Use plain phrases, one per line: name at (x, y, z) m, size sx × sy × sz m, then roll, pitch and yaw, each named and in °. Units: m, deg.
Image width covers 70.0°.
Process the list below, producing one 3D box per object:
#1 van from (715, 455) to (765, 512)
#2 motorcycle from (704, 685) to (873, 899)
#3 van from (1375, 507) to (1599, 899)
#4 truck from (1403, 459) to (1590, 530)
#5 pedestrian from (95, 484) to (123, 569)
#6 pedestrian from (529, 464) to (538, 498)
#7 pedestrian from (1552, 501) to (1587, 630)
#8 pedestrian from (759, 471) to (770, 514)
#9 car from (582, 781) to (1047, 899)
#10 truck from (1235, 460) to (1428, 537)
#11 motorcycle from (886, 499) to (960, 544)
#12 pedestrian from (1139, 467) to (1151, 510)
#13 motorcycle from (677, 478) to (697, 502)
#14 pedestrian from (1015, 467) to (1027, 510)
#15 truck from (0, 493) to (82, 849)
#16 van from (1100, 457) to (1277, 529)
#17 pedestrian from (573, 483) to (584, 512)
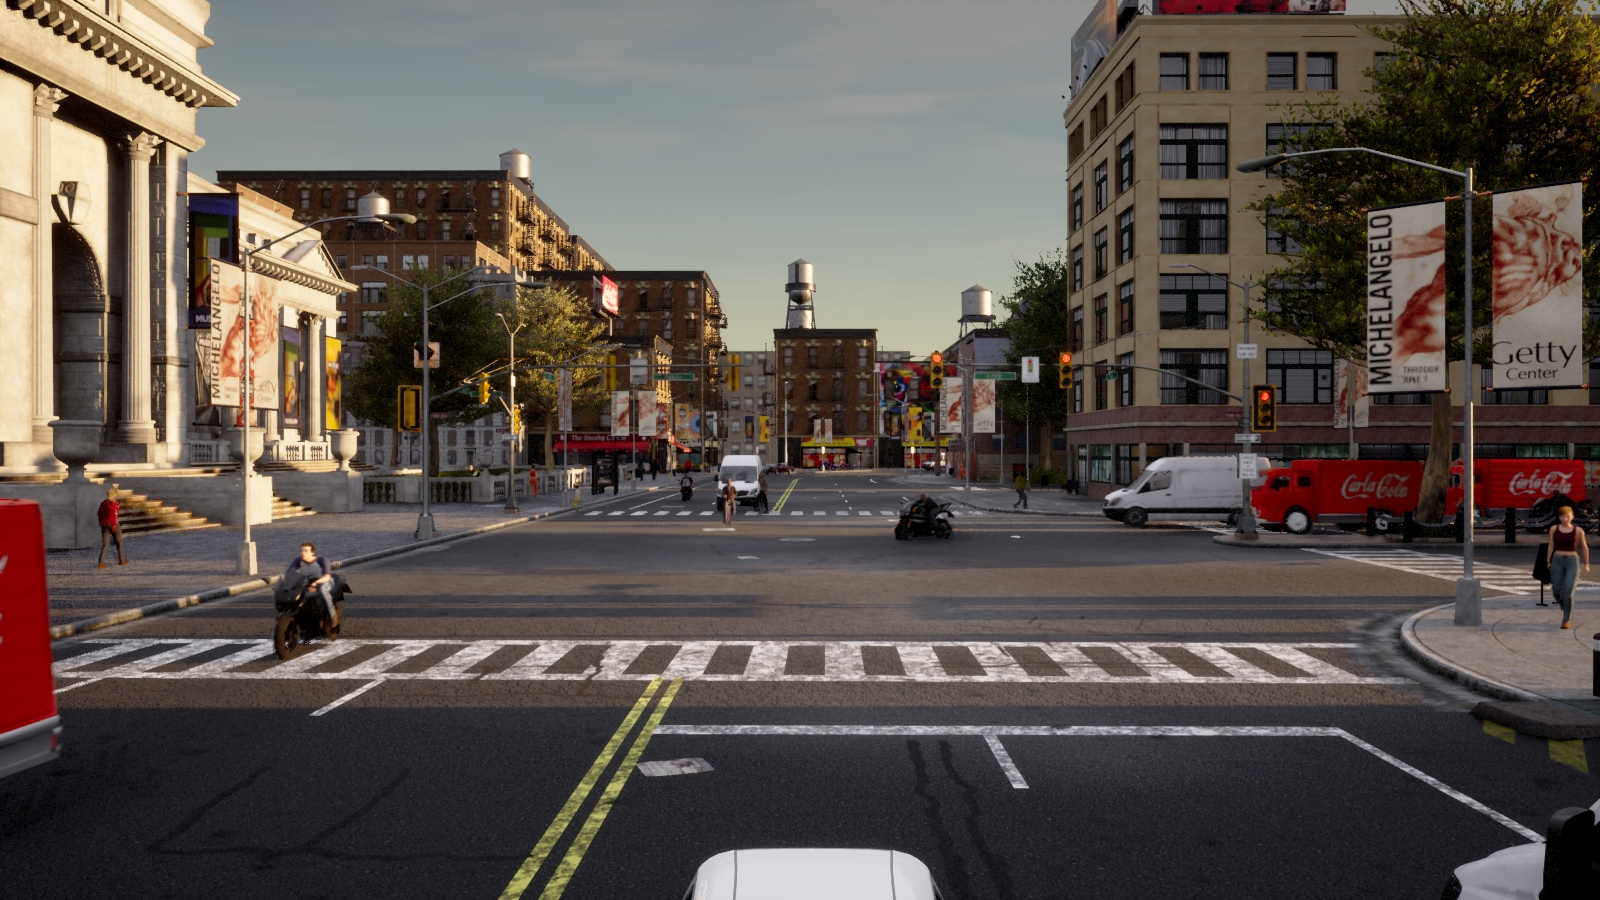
van at (-2.815, 1.534, 54.792) m, size 1.988 × 2.561 × 5.915 m, roll 0°, pitch 0°, yaw 1°
motorcycle at (-0.047, 2.182, 6.691) m, size 0.856 × 1.236 × 1.805 m, roll 0°, pitch 0°, yaw 1°
van at (3.538, 1.534, 2.141) m, size 1.988 × 2.561 × 5.915 m, roll 0°, pitch 0°, yaw 1°
truck at (25.233, 1.566, 41.554) m, size 5.204 × 2.467 × 2.627 m, roll 0°, pitch 0°, yaw 0°
pedestrian at (-15.371, 1.696, 25.425) m, size 0.375 × 1.860 × 0.375 m, roll 0°, pitch 0°, yaw 5°
pedestrian at (-14.686, 1.697, 62.973) m, size 0.375 × 1.860 × 0.375 m, roll 0°, pitch 0°, yaw 2°
pedestrian at (11.397, 1.696, 16.921) m, size 0.375 × 1.860 × 0.375 m, roll 0°, pitch 0°, yaw 45°
pedestrian at (-1.549, 1.848, 49.940) m, size 0.375 × 1.860 × 0.375 m, roll 0°, pitch 0°, yaw -34°
car at (0.047, 2.120, 3.817) m, size 1.481 × 1.376 × 2.207 m, roll 0°, pitch 0°, yaw 0°
truck at (17.621, 1.569, 38.106) m, size 5.204 × 2.467 × 2.627 m, roll 0°, pitch 0°, yaw 0°
motorcycle at (3.819, 2.205, 35.431) m, size 2.209 × 1.251 × 0.867 m, roll 0°, pitch 2°, yaw -32°
pedestrian at (15.173, 1.696, 50.271) m, size 0.375 × 1.860 × 0.375 m, roll 0°, pitch 0°, yaw -5°
motorcycle at (-6.217, 2.205, 62.895) m, size 0.867 × 1.251 × 2.209 m, roll 0°, pitch 0°, yaw 1°
pedestrian at (9.717, 1.696, 50.302) m, size 0.375 × 1.860 × 0.375 m, roll 0°, pitch 0°, yaw 41°
truck at (-6.951, 1.568, 6.332) m, size 2.627 × 2.467 × 5.204 m, roll 0°, pitch 0°, yaw 1°
van at (14.219, 1.534, 42.119) m, size 5.915 × 2.561 × 1.988 m, roll 0°, pitch 0°, yaw 7°
pedestrian at (-10.035, 2.128, 51.706) m, size 0.375 × 1.300 × 0.375 m, roll 0°, pitch 0°, yaw 16°
